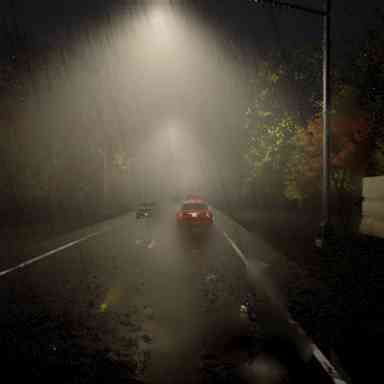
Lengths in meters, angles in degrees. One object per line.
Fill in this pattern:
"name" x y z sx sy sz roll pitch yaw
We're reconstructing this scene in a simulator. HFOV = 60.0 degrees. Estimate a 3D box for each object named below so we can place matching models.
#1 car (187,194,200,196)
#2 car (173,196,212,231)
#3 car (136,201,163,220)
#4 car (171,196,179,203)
"car" 0.181 1.240 41.548 2.150 2.045 5.566 0 0 0
"car" 0.145 1.373 21.033 2.097 1.767 4.553 0 0 0
"car" -3.540 1.513 28.193 1.837 1.490 4.892 0 0 0
"car" -3.374 1.518 68.710 1.837 1.490 4.892 0 0 0
